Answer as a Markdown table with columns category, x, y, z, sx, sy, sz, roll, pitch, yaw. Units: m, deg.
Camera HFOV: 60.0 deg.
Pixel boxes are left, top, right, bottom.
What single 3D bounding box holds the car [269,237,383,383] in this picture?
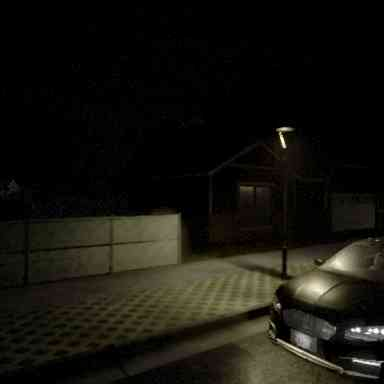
| category | x | y | z | sx | sy | sz | roll | pitch | yaw |
| --- | --- | --- | --- | --- | --- | --- | --- | --- | --- |
| car | 3.343 | 1.552 | 5.433 | 4.902 | 1.511 | 2.128 | 1 | 0 | -35 |
